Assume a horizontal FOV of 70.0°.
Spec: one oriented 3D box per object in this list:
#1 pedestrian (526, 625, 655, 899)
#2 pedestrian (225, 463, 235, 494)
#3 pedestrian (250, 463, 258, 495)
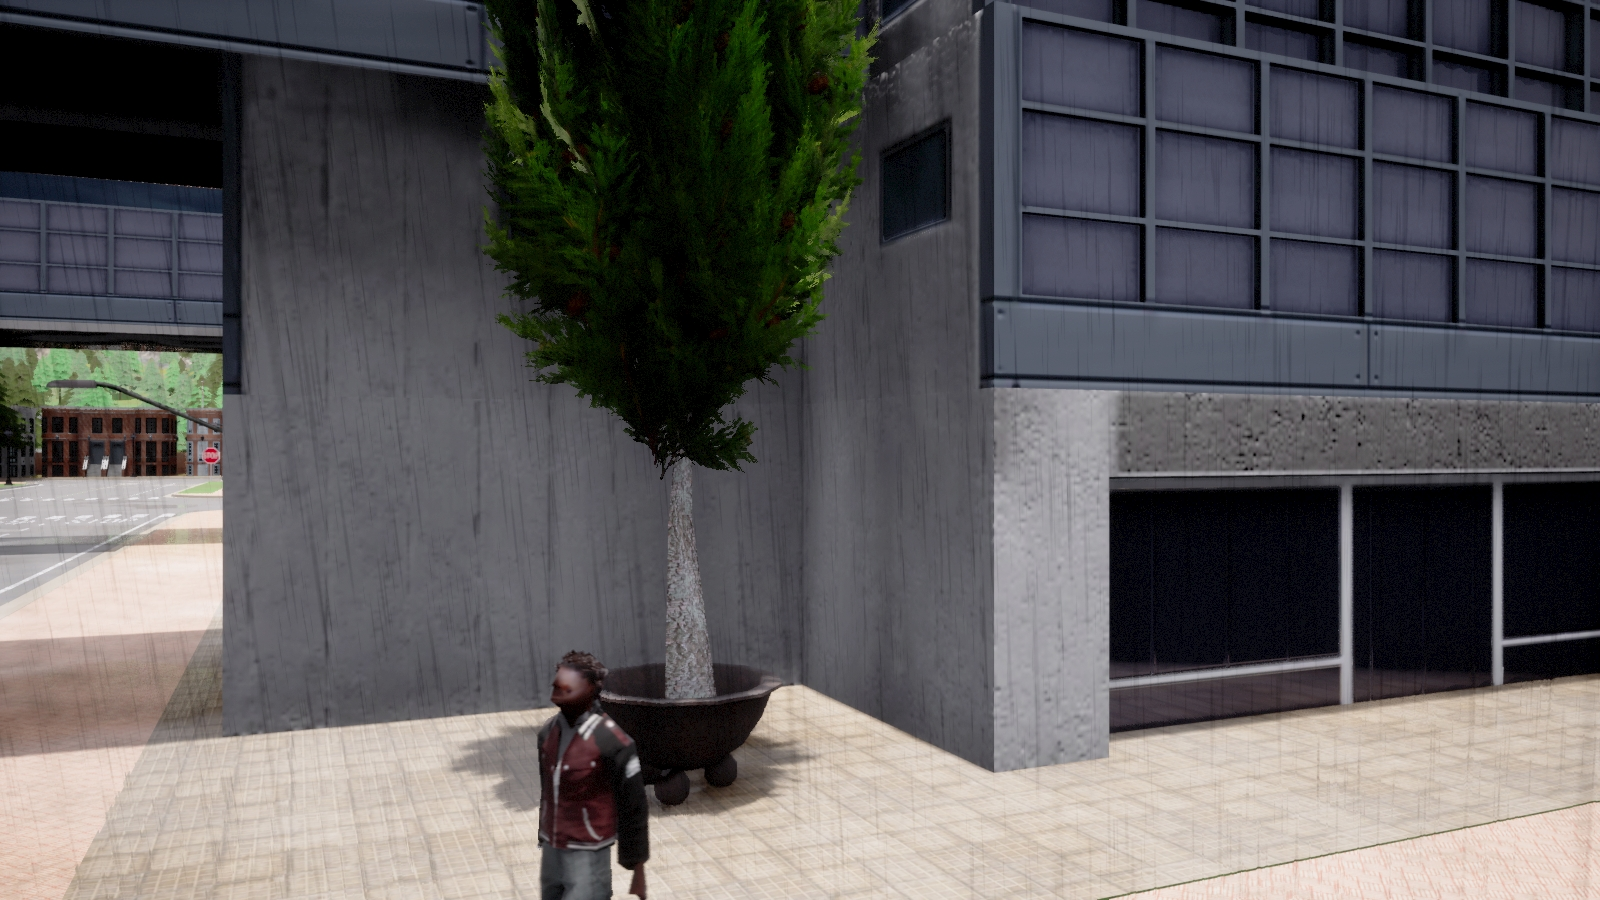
[{"bbox_3d":[-0.869,1.698,4.756,0.375,1.860,0.375,0,0,35],"label":"pedestrian"},{"bbox_3d":[-33.907,1.698,67.950,0.375,1.860,0.375,0,0,9],"label":"pedestrian"},{"bbox_3d":[-32.097,1.696,67.169,0.375,1.860,0.375,0,0,-37],"label":"pedestrian"}]
